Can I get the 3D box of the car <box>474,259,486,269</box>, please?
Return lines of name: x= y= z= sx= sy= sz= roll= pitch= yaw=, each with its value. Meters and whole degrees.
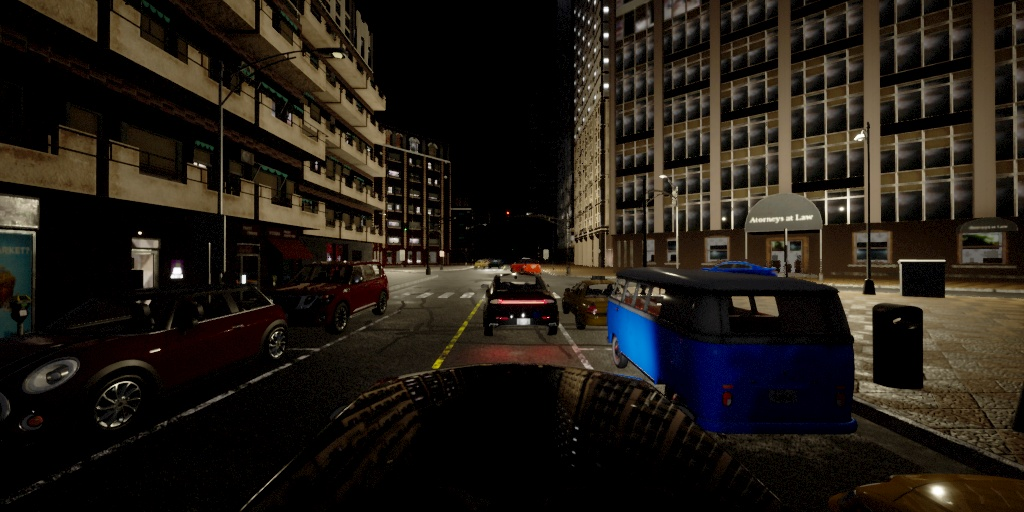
car: x=-5.301 y=1.352 z=59.607 sx=1.751 sy=1.417 sz=4.829 roll=0 pitch=0 yaw=0

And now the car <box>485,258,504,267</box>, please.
car: x=-2.804 y=1.425 z=58.866 sx=1.895 sy=1.301 sz=4.718 roll=0 pitch=0 yaw=2

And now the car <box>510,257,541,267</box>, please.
car: x=1.393 y=1.136 z=38.225 sx=2.097 sy=1.767 sz=4.553 roll=0 pitch=0 yaw=-21

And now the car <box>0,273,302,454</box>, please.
car: x=-5.314 y=1.191 z=5.242 sx=1.967 sy=1.591 sz=4.097 roll=0 pitch=0 yaw=0

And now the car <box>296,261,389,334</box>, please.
car: x=-5.313 y=1.068 z=10.778 sx=2.192 sy=1.841 sz=5.009 roll=0 pitch=0 yaw=0

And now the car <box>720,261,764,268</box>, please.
car: x=14.299 y=1.108 z=23.517 sx=5.008 sy=1.535 sz=1.882 roll=0 pitch=-1 yaw=36

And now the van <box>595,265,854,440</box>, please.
van: x=2.567 y=1.092 z=5.246 sx=1.690 sy=1.789 sz=3.998 roll=0 pitch=0 yaw=0

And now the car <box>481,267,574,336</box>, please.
car: x=0.135 y=1.245 z=10.388 sx=2.128 sy=1.511 sz=4.902 roll=0 pitch=0 yaw=-3

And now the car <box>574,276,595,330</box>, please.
car: x=2.568 y=1.279 z=10.952 sx=1.751 sy=1.417 sz=4.829 roll=0 pitch=0 yaw=0
